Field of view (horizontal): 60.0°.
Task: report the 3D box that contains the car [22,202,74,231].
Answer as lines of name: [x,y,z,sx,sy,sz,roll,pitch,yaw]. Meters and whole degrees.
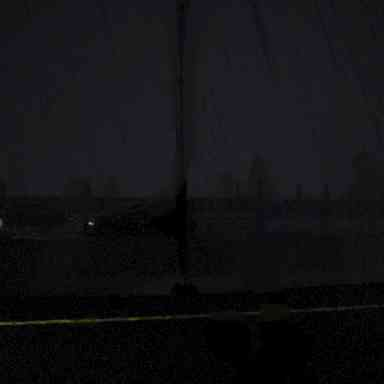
car: [-8.653,1.241,17.468,4.674,1.442,1.812,1,1,-4]

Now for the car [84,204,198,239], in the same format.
car: [-2.178,1.307,14.608,4.902,1.511,2.128,1,1,-8]

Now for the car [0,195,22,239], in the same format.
car: [-8.773,1.018,10.429,5.566,2.045,2.150,1,1,-4]
